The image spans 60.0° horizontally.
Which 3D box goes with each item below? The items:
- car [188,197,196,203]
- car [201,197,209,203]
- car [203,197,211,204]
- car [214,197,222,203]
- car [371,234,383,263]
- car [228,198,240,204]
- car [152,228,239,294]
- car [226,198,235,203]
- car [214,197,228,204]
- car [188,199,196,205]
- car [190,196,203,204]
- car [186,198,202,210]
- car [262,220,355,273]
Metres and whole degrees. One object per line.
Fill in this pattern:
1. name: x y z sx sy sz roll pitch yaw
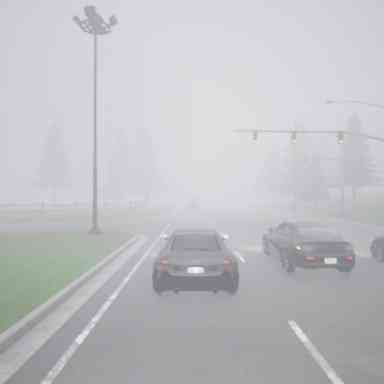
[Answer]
1. car: 0.045 2.218 91.198 2.128 1.511 4.902 0 -1 0
2. car: 3.545 2.218 91.197 2.128 1.511 4.902 0 -1 0
3. car: 3.540 2.311 81.192 1.994 1.385 4.181 0 -1 0
4. car: 7.045 2.171 91.195 1.882 1.535 5.008 0 -1 0
5. car: 7.087 1.617 9.565 1.812 1.442 4.674 0 0 0
6. car: 10.540 2.283 81.189 1.812 1.442 4.674 0 -1 0
7. car: 0.088 1.651 9.078 1.994 1.385 4.181 0 0 0
8. car: 10.545 2.233 91.193 2.033 1.411 5.357 0 -1 0
9. car: 7.040 2.283 81.191 1.812 1.442 4.674 0 -1 0
10. car: 0.040 2.354 81.223 1.895 1.301 4.718 0 -1 0
11. car: 0.446 1.837 65.037 2.150 2.045 5.566 0 0 0
12. car: 0.025 2.021 50.158 2.033 1.411 5.357 0 -1 0
13. car: 3.594 1.629 10.894 1.812 1.442 4.674 0 0 0
